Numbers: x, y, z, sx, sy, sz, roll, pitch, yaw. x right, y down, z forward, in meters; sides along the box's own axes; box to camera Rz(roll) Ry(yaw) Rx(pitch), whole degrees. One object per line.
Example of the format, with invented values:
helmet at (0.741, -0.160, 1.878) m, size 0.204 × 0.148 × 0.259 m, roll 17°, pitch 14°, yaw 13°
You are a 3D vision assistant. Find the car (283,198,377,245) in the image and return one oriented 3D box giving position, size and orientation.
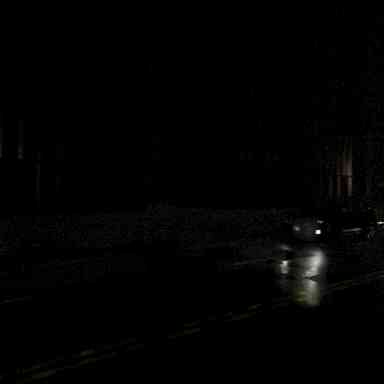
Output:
car at (6.989, 1.324, 16.556) m, size 5.566 × 2.045 × 2.150 m, roll 1°, pitch 0°, yaw -35°
